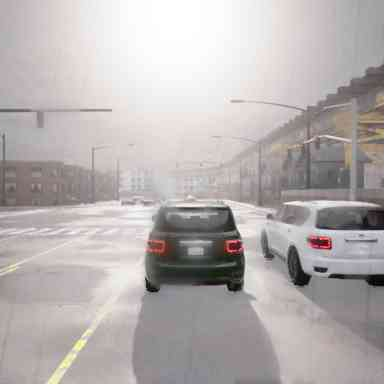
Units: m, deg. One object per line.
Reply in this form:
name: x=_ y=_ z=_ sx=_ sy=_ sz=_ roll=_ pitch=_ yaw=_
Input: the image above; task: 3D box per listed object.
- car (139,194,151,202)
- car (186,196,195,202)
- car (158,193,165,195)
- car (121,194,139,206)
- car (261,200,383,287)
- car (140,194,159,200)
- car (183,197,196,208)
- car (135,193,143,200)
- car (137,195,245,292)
car: x=-10.819 y=1.428 z=76.581 sx=2.097 sy=1.767 sz=4.553 roll=0 pitch=0 yaw=0
car: x=-0.333 y=1.632 z=79.853 sx=2.128 sy=1.511 sz=4.902 roll=0 pitch=0 yaw=0
car: x=-7.325 y=1.310 z=77.957 sx=2.150 sy=2.045 sz=5.566 roll=0 pitch=0 yaw=0
car: x=-10.812 y=1.573 z=56.829 sx=1.812 sy=1.442 sz=4.674 roll=0 pitch=0 yaw=0
car: x=3.526 y=1.246 z=9.580 sx=2.150 sy=2.045 sz=5.566 roll=0 pitch=0 yaw=0
car: x=-7.321 y=1.606 z=58.064 sx=2.033 sy=1.411 sz=5.357 roll=0 pitch=0 yaw=0
car: x=-0.275 y=1.575 z=52.328 sx=1.837 sy=1.490 sz=4.892 roll=1 pitch=0 yaw=2
car: x=-10.796 y=1.281 z=66.496 sx=2.150 sy=2.045 sz=5.566 roll=0 pitch=0 yaw=0
car: x=0.029 y=1.236 z=9.084 sx=2.150 sy=2.045 sz=5.566 roll=0 pitch=0 yaw=-1
